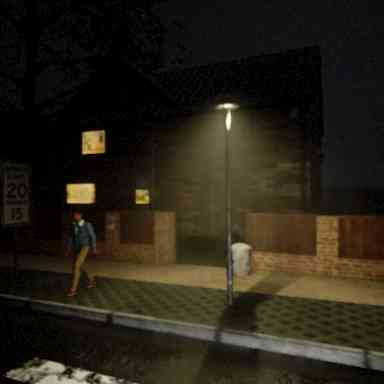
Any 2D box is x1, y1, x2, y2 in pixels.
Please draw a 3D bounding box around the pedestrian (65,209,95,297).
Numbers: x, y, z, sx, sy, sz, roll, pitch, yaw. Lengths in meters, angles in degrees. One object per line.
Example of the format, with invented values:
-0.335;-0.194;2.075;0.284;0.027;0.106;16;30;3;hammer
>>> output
-2.429;1.214;7.131;0.375;1.860;0.375;-1;0;24;pedestrian
